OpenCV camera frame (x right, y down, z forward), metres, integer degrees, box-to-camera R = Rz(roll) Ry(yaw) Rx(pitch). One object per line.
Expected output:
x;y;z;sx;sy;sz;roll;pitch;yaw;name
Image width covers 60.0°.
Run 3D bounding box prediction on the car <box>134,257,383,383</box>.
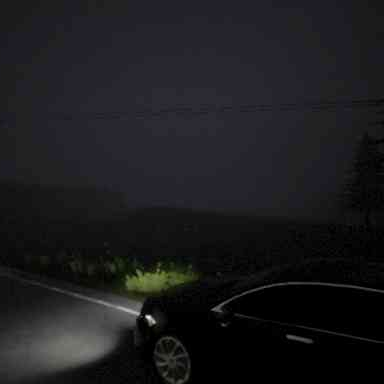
1.490;1.507;3.616;4.892;1.490;1.837;0;0;36;car
